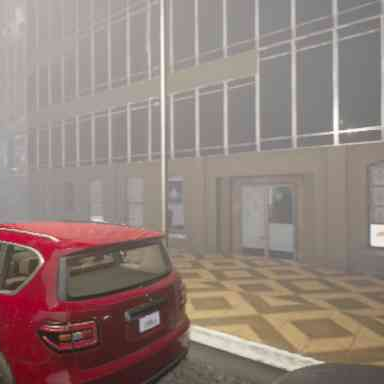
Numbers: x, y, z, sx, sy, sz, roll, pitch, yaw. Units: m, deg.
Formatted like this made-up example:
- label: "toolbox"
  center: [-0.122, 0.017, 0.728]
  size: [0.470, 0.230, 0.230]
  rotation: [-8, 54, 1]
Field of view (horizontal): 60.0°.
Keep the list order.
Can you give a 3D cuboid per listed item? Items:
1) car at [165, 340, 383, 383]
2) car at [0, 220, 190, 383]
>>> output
- label: "car"
  center: [2.244, 1.550, 1.284]
  size: [4.403, 1.369, 2.008]
  rotation: [0, -1, 35]
- label: "car"
  center: [-2.349, 1.318, 4.560]
  size: [5.009, 1.841, 2.192]
  rotation: [0, -1, 35]
